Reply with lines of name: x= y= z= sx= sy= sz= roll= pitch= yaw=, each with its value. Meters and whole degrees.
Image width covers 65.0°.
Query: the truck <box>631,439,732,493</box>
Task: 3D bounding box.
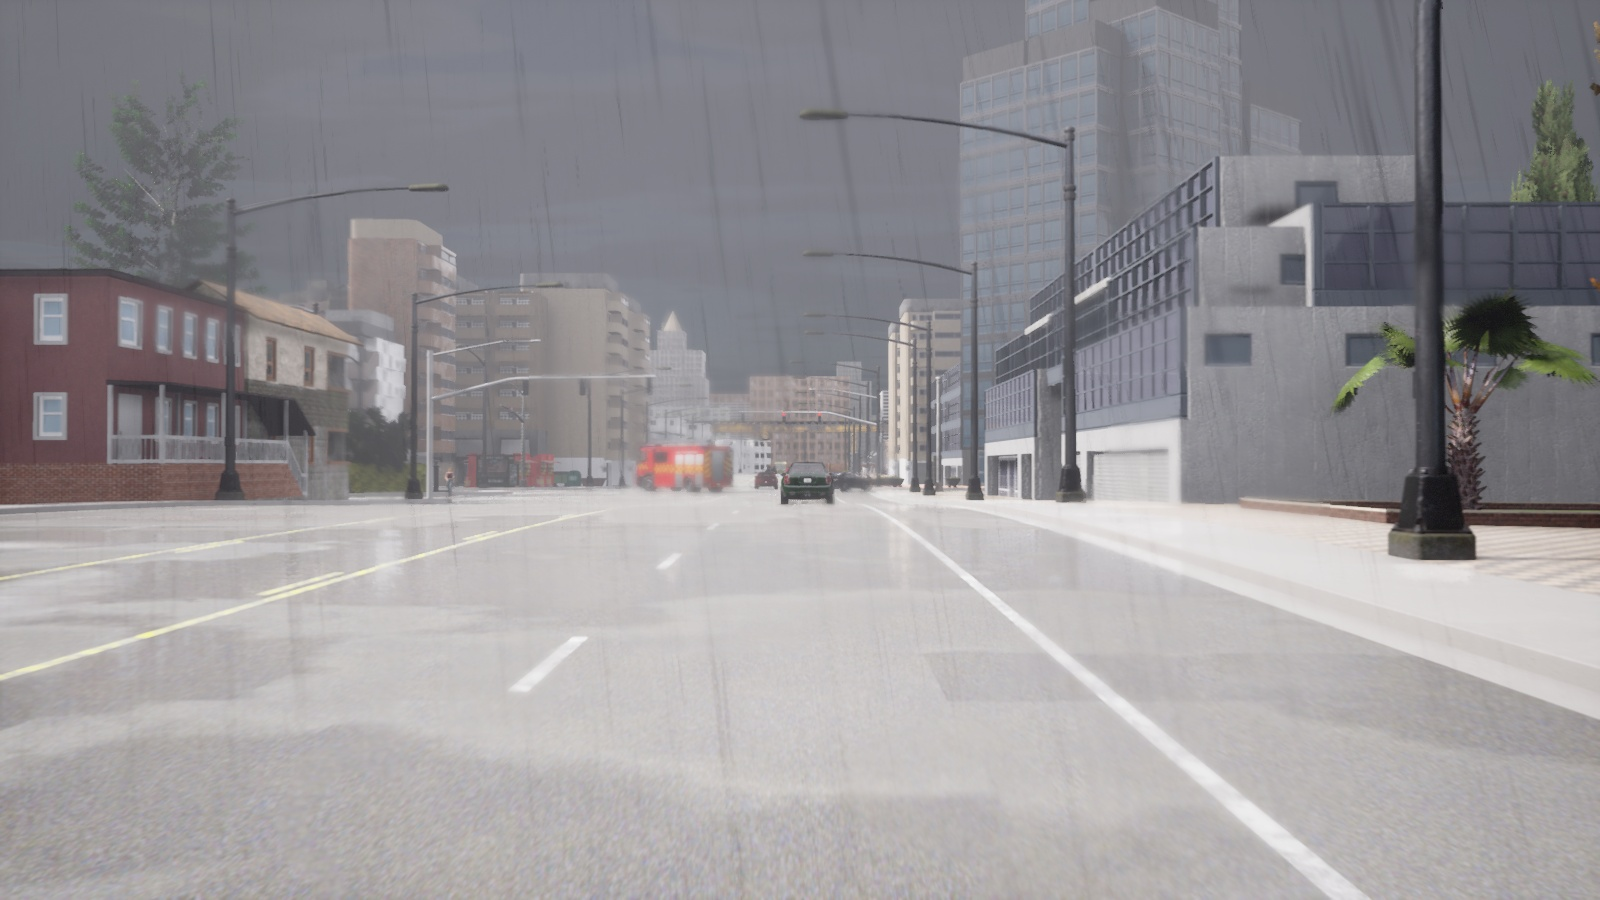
truck: x=-8.846 y=1.194 z=93.119 sx=2.891 sy=3.827 sz=8.468 roll=1 pitch=-1 yaw=-43

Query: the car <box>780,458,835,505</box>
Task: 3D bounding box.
car: x=0.298 y=1.281 z=49.981 sx=2.097 sy=1.767 sz=4.553 roll=0 pitch=-2 yaw=0

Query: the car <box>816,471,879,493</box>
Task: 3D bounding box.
car: x=3.470 y=2.301 z=91.295 sx=2.128 sy=1.511 sz=4.902 roll=-1 pitch=-1 yaw=37
